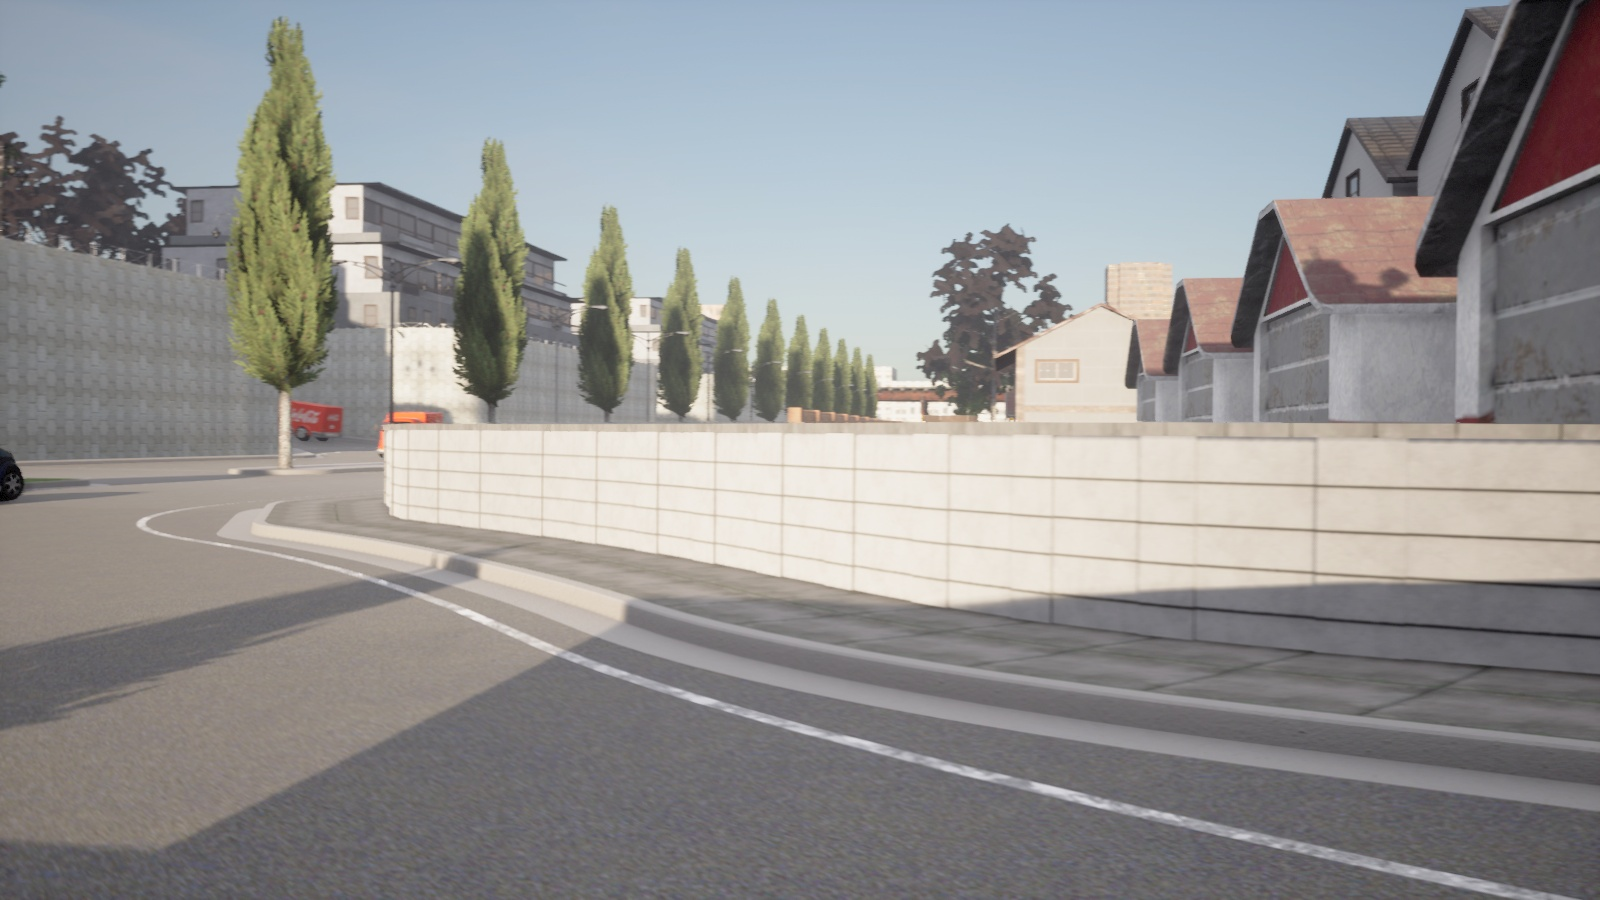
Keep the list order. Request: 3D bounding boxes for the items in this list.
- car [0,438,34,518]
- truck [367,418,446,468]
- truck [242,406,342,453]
[{"bbox_3d":[-16.333,0.563,23.636,1.789,1.549,3.705,-1,1,-5],"label":"car"},{"bbox_3d":[-21.078,-0.420,67.565,2.627,2.467,5.204,0,2,0],"label":"truck"},{"bbox_3d":[-32.895,-1.332,81.382,5.204,2.467,2.627,6,1,11],"label":"truck"}]
